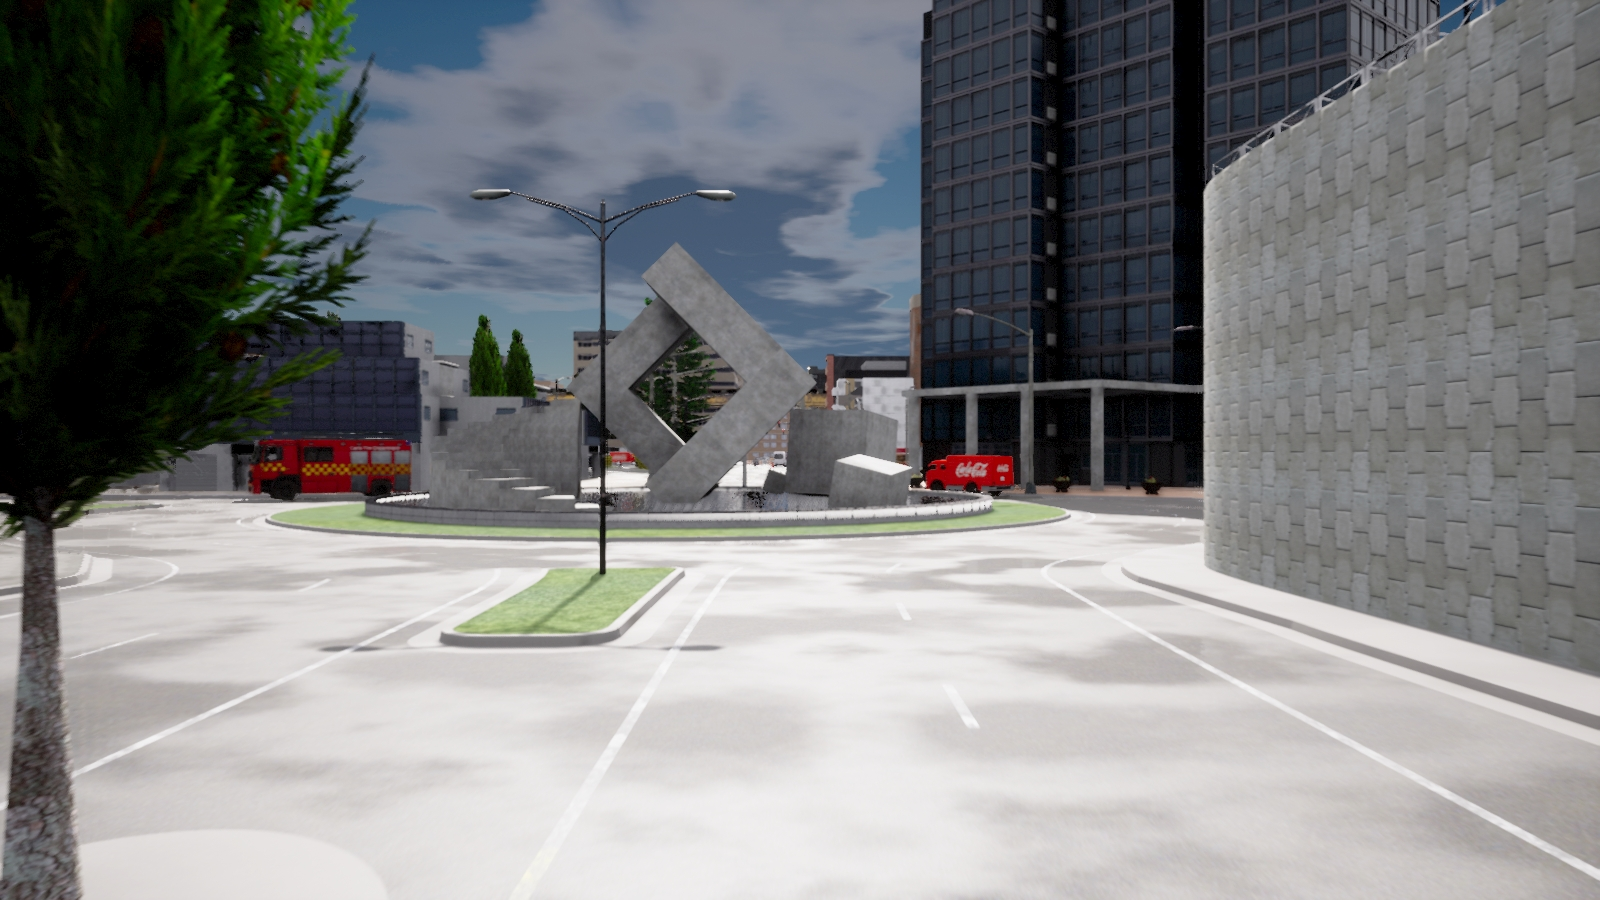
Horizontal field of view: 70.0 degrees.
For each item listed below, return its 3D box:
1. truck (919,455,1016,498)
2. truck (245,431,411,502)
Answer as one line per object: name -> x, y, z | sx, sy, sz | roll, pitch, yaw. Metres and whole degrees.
truck -> 10.067, 1.569, 68.845 | 5.204, 2.467, 2.627 | 0, 0, 44
truck -> -26.929, 0.891, 65.351 | 8.468, 3.827, 2.891 | 0, 0, -31
